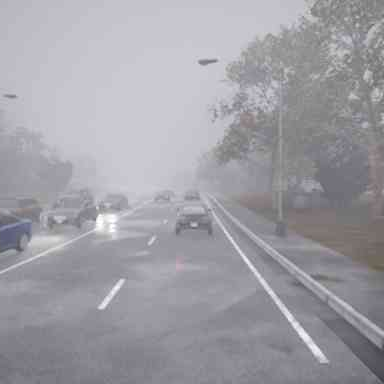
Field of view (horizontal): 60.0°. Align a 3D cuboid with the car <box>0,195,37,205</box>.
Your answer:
[{"bbox_3d":[-10.580,1.118,19.468,2.097,1.767,4.553,0,2,0],"label":"car"}]

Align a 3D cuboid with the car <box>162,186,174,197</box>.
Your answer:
[{"bbox_3d":[-3.592,-0.090,50.457,1.812,1.442,4.674,0,3,-3],"label":"car"}]

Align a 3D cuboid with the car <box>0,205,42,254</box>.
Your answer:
[{"bbox_3d":[-7.084,1.423,10.742,1.882,1.535,5.008,0,1,1],"label":"car"}]

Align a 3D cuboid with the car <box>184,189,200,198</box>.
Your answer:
[{"bbox_3d":[0.016,0.294,43.380,1.994,1.385,4.181,0,3,0],"label":"car"}]

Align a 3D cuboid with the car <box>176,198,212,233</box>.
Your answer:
[{"bbox_3d":[0.105,1.328,18.075,1.812,1.442,4.674,0,1,0],"label":"car"}]

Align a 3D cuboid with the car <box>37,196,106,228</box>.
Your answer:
[{"bbox_3d":[-7.081,1.237,20.213,2.128,1.511,4.902,0,2,0],"label":"car"}]

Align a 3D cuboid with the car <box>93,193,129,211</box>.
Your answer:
[{"bbox_3d":[-7.015,0.860,30.263,2.128,1.511,4.902,0,3,1],"label":"car"}]

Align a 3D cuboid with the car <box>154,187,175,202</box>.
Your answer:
[{"bbox_3d":[-3.491,0.471,40.524,1.895,1.301,4.718,0,3,0],"label":"car"}]

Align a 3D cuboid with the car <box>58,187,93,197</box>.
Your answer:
[{"bbox_3d":[-10.515,0.595,30.115,2.150,2.045,5.566,0,3,0],"label":"car"}]
